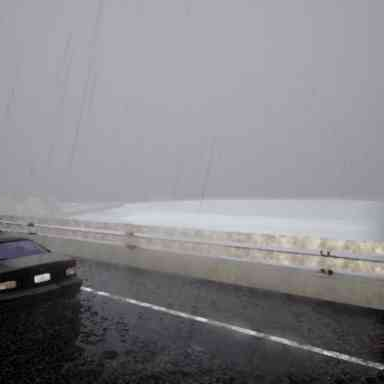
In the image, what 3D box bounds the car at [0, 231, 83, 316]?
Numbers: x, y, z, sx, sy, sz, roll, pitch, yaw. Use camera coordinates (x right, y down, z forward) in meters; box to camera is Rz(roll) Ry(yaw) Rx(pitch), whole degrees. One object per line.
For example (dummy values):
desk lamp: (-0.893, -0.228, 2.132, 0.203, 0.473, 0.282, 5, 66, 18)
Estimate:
car: (-4.708, 1.591, 7.381, 5.357, 1.411, 2.033, 0, 0, 36)
